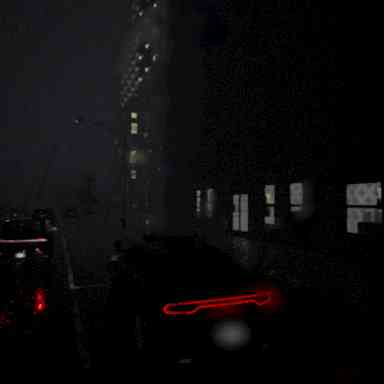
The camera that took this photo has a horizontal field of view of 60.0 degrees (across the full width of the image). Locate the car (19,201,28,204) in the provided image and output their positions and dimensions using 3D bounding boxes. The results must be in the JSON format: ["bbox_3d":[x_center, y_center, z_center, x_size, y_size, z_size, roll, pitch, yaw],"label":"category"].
[{"bbox_3d":[-34.990,2.877,67.666,1.967,1.590,4.097,2,-2,-22],"label":"car"}]

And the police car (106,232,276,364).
[{"bbox_3d":[-0.481,1.606,6.535,1.930,1.638,5.238,1,-2,-22],"label":"police car"}]

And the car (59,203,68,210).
[{"bbox_3d":[-29.445,3.246,76.243,1.752,1.417,4.829,2,-2,-22],"label":"car"}]

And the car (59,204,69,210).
[{"bbox_3d":[-27.229,3.185,70.816,1.802,1.307,4.206,2,-2,-22],"label":"car"}]

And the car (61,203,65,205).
[{"bbox_3d":[-22.921,2.814,60.284,1.967,1.590,4.097,2,-2,-22],"label":"car"}]

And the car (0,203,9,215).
[{"bbox_3d":[-24.228,2.404,41.323,1.887,1.381,4.507,2,-2,-22],"label":"car"}]

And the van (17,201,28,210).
[{"bbox_3d":[-37.141,2.892,72.938,1.690,1.788,3.998,2,-2,-22],"label":"van"}]

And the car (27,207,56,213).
[{"bbox_3d":[-12.745,2.146,28.524,1.837,1.490,4.892,1,-2,-22],"label":"car"}]

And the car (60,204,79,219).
[{"bbox_3d":[-14.313,2.475,39.209,1.947,1.339,4.313,2,-2,-22],"label":"car"}]

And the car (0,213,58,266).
[{"bbox_3d":[-6.157,1.772,12.402,2.128,1.511,4.902,1,-2,-22],"label":"car"}]

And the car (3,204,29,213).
[{"bbox_3d":[-20.294,2.397,38.717,1.994,1.385,4.181,1,-2,-22],"label":"car"}]

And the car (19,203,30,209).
[{"bbox_3d":[-39.298,3.231,78.200,1.947,1.339,4.313,2,-2,-22],"label":"car"}]

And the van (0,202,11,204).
[{"bbox_3d":[-26.378,2.317,46.597,1.690,1.788,3.998,2,-2,-22],"label":"van"}]
